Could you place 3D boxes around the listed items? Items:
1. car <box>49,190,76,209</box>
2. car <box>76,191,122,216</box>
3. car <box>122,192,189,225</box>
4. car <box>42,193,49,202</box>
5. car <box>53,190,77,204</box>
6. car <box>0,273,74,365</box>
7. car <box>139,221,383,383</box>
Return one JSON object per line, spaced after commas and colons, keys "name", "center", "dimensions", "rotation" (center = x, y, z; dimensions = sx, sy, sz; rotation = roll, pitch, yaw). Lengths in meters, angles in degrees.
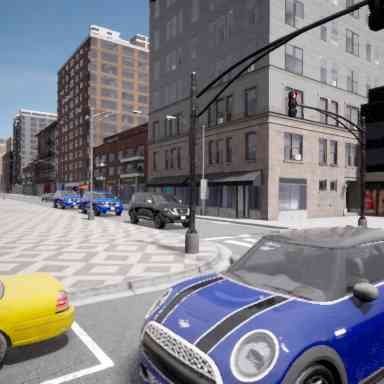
{"name": "car", "center": [-14.209, 0.862, 37.973], "dimensions": [2.150, 2.045, 5.566], "rotation": [1, 0, -35]}
{"name": "car", "center": [-8.013, 0.960, 29.188], "dimensions": [2.150, 2.045, 5.566], "rotation": [1, 0, -35]}
{"name": "car", "center": [-2.070, 1.053, 20.778], "dimensions": [2.150, 2.045, 5.566], "rotation": [1, 0, -35]}
{"name": "car", "center": [-25.542, 0.945, 59.515], "dimensions": [2.128, 1.511, 4.902], "rotation": [1, 0, -36]}
{"name": "car", "center": [-19.484, 0.769, 50.944], "dimensions": [2.150, 2.045, 5.566], "rotation": [1, 0, -35]}
{"name": "car", "center": [-3.979, 1.525, 3.914], "dimensions": [4.829, 1.417, 1.752], "rotation": [0, 1, -36]}
{"name": "car", "center": [1.587, 1.345, 4.510], "dimensions": [4.553, 1.767, 2.097], "rotation": [-1, 0, -36]}
